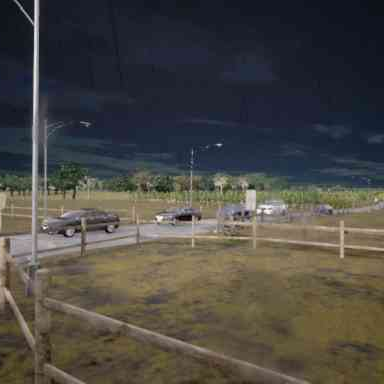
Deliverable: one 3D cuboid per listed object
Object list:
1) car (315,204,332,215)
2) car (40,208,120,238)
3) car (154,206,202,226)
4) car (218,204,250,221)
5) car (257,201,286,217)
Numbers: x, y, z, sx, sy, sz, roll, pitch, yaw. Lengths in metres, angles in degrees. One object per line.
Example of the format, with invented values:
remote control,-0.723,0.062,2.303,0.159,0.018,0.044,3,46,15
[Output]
car,21.989,2.785,55.229,2.097,1.767,4.553,1,-1,35
car,-6.497,1.754,19.777,1.837,1.490,4.892,1,-1,35
car,-1.083,1.944,27.489,2.128,1.511,4.902,1,-1,35
car,4.545,2.034,35.496,2.097,1.767,4.553,1,-1,35
car,10.620,2.174,44.074,2.150,2.045,5.566,1,-1,36
